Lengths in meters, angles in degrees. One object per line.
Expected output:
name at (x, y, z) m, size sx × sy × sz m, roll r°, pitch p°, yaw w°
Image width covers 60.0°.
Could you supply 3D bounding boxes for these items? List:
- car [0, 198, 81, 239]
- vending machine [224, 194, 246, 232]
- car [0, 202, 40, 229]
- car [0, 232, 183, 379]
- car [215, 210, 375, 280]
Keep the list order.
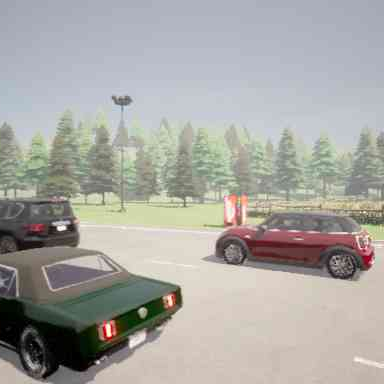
car at (-6.455, 1.222, 11.660) m, size 5.566 × 2.045 × 2.150 m, roll 0°, pitch 0°, yaw 28°
vending machine at (2.522, 1.195, 19.369) m, size 0.880 × 2.100 × 1.100 m, roll 0°, pitch 0°, yaw 30°
car at (-12.812, 1.493, 22.142) m, size 4.902 × 1.511 × 2.128 m, roll 0°, pitch 0°, yaw 22°
car at (-2.583, 1.600, 5.457) m, size 4.718 × 1.301 × 1.895 m, roll 0°, pitch 0°, yaw 32°
car at (2.982, 1.353, 10.184) m, size 4.553 × 1.767 × 2.097 m, roll 0°, pitch 0°, yaw 33°
